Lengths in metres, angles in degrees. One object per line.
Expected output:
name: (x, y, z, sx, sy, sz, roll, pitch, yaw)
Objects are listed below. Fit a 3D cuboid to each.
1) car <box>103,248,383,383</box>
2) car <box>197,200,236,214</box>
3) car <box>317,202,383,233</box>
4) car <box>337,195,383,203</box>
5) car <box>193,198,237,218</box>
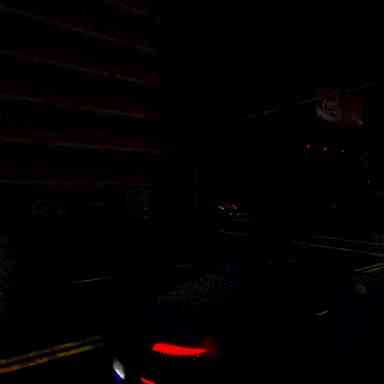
car: (1.162, 1.526, 4.570, 4.674, 1.442, 1.812, 0, 0, -36)
car: (2.584, 1.564, 36.019, 1.994, 1.385, 4.181, 0, 0, -36)
car: (10.138, 1.547, 19.543, 2.033, 1.411, 5.357, 0, 0, -36)
car: (12.390, 1.221, 22.408, 2.150, 2.045, 5.566, 0, 0, -36)
car: (2.074, 1.352, 30.739, 2.097, 1.767, 4.553, 0, 0, -36)
